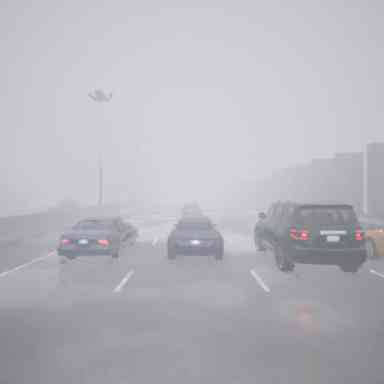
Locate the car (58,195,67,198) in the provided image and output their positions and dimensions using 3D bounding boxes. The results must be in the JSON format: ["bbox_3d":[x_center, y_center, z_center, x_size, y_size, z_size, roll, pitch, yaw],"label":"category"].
[{"bbox_3d":[-23.593,1.530,63.471,2.150,2.045,5.566,0,0,-8],"label":"car"}]

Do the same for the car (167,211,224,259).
[{"bbox_3d":[0.120,1.638,12.979,1.994,1.385,4.181,0,0,0],"label":"car"}]

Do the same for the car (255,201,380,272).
[{"bbox_3d":[3.614,1.293,11.171,2.150,2.045,5.566,0,0,0],"label":"car"}]

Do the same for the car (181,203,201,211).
[{"bbox_3d":[-0.088,1.752,33.556,1.994,1.385,4.181,0,0,-1],"label":"car"}]

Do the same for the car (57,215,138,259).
[{"bbox_3d":[-3.380,1.614,12.879,2.033,1.411,5.357,0,0,0],"label":"car"}]

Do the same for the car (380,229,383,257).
[{"bbox_3d":[7.110,1.548,9.929,1.882,1.535,5.008,0,0,0],"label":"car"}]

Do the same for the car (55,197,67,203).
[{"bbox_3d":[-29.636,1.692,75.478,1.895,1.301,4.718,0,0,-13],"label":"car"}]

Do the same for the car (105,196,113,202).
[{"bbox_3d":[-19.475,1.664,78.129,2.033,1.411,5.357,0,0,-13],"label":"car"}]

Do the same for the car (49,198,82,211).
[{"bbox_3d":[-14.399,1.731,37.671,2.033,1.411,5.357,0,0,-1],"label":"car"}]

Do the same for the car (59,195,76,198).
[{"bbox_3d":[-18.358,1.728,51.059,1.882,1.535,5.008,0,1,-4],"label":"car"}]
